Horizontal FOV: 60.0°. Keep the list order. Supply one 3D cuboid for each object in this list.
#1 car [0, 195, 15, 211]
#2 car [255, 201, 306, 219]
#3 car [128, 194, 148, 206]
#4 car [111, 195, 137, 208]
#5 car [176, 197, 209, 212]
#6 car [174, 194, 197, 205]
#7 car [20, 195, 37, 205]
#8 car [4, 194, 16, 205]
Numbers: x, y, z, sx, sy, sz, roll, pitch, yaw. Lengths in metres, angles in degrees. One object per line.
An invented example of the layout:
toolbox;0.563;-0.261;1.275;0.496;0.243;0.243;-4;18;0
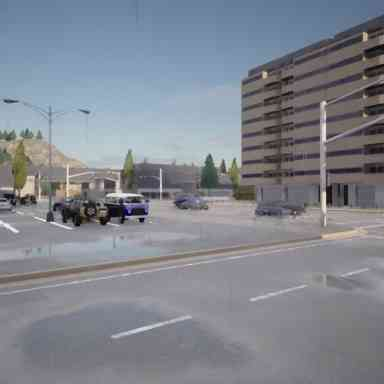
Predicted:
car;-21.785;1.451;37.908;1.970;1.475;3.806;0;0;-35
car;7.722;1.619;30.253;1.994;1.385;4.181;0;0;-35
car;-9.253;1.170;60.334;1.837;1.490;4.892;0;0;-35
car;-11.950;1.622;58.081;1.994;1.385;4.181;0;0;-35
car;0.280;1.618;40.722;1.994;1.385;4.181;0;0;-35
car;-0.366;1.274;47.674;2.150;2.045;5.566;0;0;-35
car;-27.251;1.209;55.363;1.932;1.855;4.605;0;0;-35
car;-29.647;1.212;53.739;1.905;1.878;3.866;0;0;-35
